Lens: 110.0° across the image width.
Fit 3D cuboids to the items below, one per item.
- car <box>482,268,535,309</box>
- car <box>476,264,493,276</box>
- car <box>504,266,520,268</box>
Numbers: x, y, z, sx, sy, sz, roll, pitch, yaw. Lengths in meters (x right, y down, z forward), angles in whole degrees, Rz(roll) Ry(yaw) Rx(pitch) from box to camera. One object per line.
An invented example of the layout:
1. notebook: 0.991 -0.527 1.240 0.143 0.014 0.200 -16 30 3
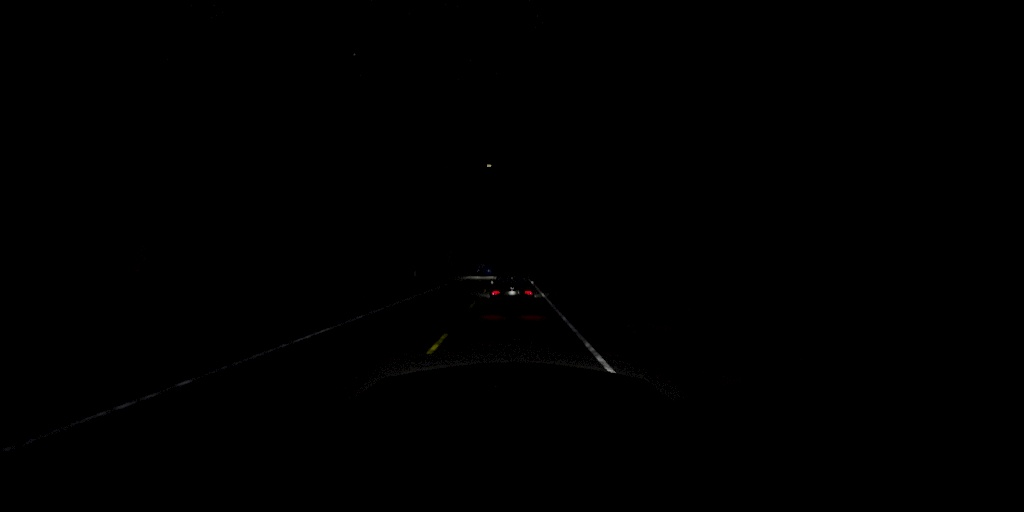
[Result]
1. car: 0.008 1.446 15.850 2.033 1.411 5.357 0 -1 0
2. car: -3.483 1.786 46.123 1.882 1.535 5.008 0 -1 0
3. car: 0.019 1.586 31.153 2.128 1.511 4.902 0 -1 0
